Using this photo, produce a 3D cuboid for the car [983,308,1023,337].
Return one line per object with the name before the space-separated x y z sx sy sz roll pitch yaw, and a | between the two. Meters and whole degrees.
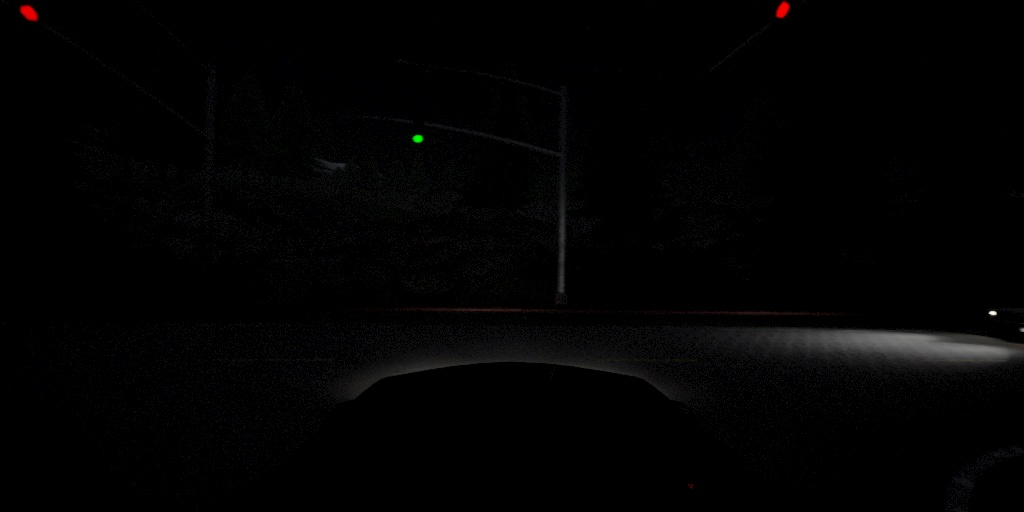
car | 16.826 1.863 10.362 4.718 1.301 1.895 1 -1 -4
